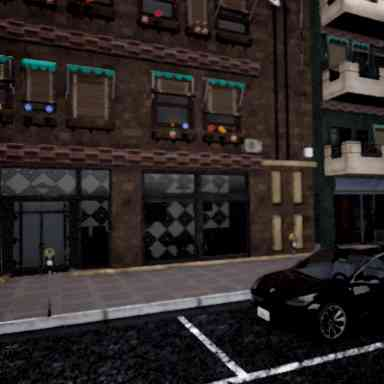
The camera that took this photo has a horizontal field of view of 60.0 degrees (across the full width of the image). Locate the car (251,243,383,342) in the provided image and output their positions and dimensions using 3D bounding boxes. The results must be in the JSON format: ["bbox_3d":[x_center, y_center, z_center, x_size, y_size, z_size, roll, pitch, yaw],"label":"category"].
[{"bbox_3d":[3.262,1.739,6.606,4.313,1.339,1.947,0,-2,-22],"label":"car"}]
